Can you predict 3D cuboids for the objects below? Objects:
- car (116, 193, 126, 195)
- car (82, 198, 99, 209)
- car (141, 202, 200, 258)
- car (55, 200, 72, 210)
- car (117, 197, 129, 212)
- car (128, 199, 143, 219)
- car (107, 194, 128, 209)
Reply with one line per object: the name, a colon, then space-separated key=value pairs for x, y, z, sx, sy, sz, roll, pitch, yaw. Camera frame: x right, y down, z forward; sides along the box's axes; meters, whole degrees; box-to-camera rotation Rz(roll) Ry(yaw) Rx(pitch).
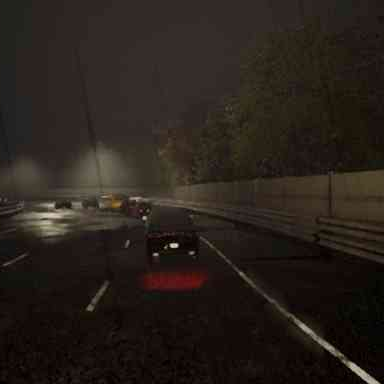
car: x=-15.876 y=1.295 z=74.900 sx=2.150 sy=2.045 sz=5.566 roll=0 pitch=0 yaw=8
car: x=-14.061 y=1.555 z=45.998 sx=2.128 sy=1.511 sz=4.902 roll=0 pitch=0 yaw=-25
car: x=-0.884 y=1.390 z=12.958 sx=1.882 sy=1.535 sz=5.008 roll=-1 pitch=4 yaw=-7
car: x=-17.267 y=1.679 z=44.598 sx=1.895 sy=1.301 sz=4.718 roll=0 pitch=0 yaw=-25
car: x=-7.333 y=1.596 z=39.065 sx=1.994 sy=1.385 sz=4.181 roll=0 pitch=0 yaw=-18
car: x=-4.127 y=1.564 z=29.048 sx=2.033 sy=1.411 sz=5.357 roll=0 pitch=0 yaw=-15
car: x=-10.891 y=1.525 z=47.564 sx=1.882 sy=1.535 sz=5.008 roll=0 pitch=0 yaw=-25
